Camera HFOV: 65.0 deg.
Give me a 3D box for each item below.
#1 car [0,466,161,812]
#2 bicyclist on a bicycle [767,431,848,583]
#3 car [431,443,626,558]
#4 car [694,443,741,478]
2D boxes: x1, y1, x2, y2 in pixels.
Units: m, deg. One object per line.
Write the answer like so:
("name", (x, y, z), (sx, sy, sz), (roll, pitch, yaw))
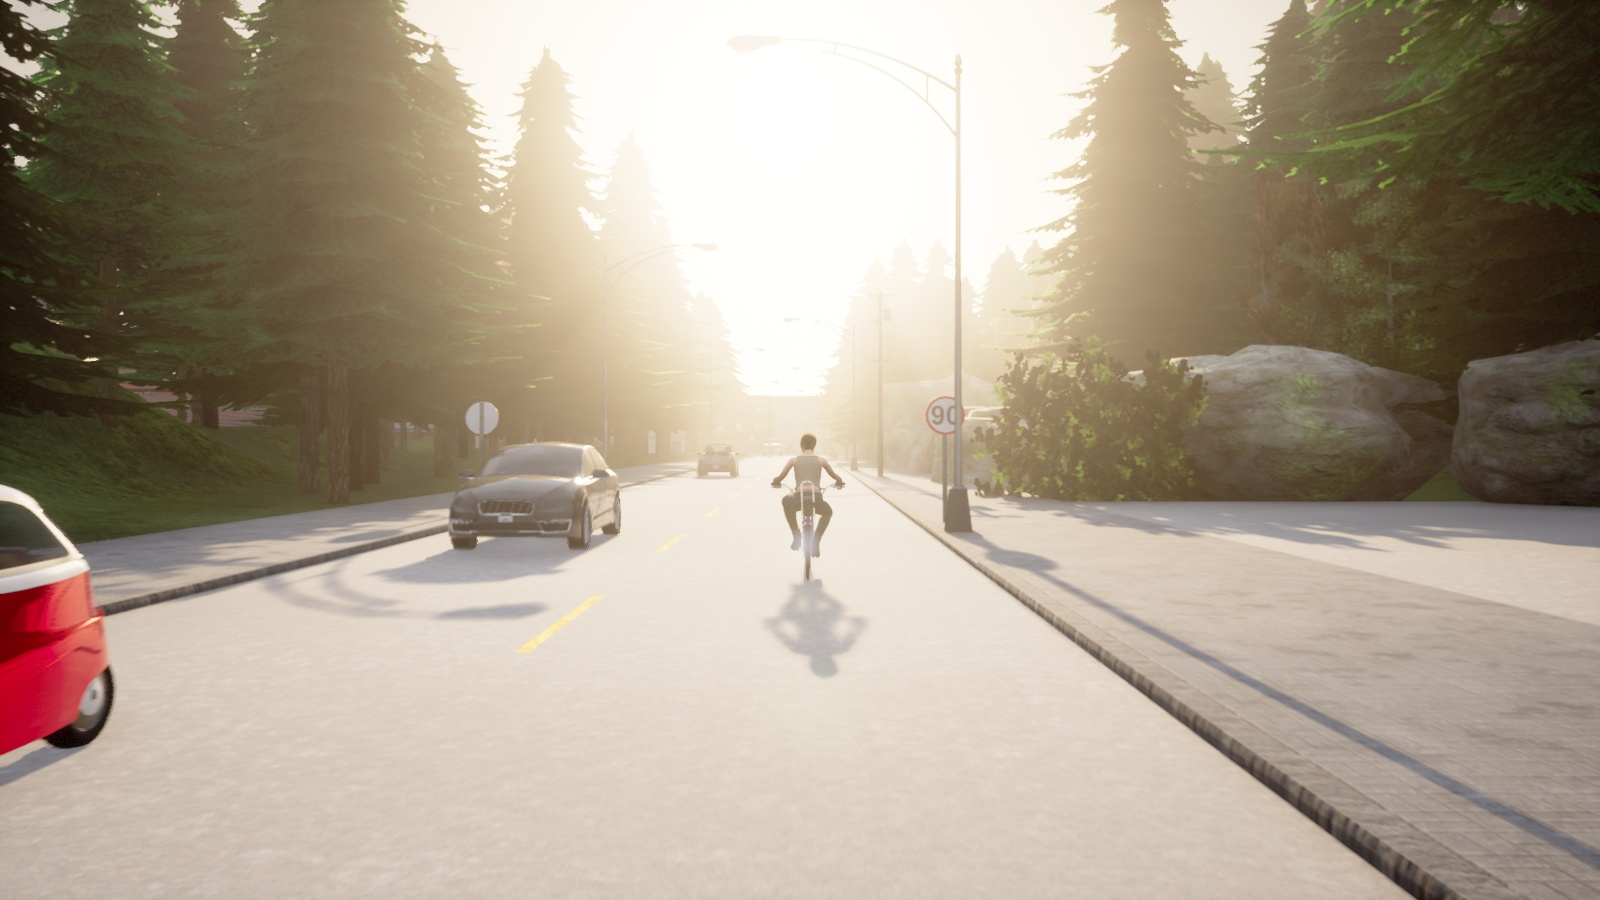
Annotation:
("car", (-3.956, 0.769, 5.203), (1.481, 1.376, 2.207), (0, 0, 0))
("bicyclist on a bicycle", (0.090, 0.603, 14.129), (0.866, 1.612, 1.509), (0, 0, 1))
("car", (-3.879, 0.642, 18.833), (1.837, 1.490, 4.892), (0, 0, 0))
("car", (-3.638, 0.442, 55.813), (1.845, 1.501, 3.633), (0, 0, 0))
